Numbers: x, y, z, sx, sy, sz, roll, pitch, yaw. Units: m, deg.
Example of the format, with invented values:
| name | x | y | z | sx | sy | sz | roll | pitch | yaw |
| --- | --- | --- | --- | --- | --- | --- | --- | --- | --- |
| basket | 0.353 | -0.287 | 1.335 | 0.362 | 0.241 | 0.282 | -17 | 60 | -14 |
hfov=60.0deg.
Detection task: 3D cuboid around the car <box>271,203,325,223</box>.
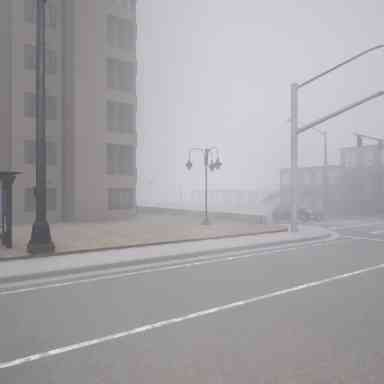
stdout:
| name | x | y | z | sx | sy | sz | roll | pitch | yaw |
| --- | --- | --- | --- | --- | --- | --- | --- | --- | --- |
| car | 9.178 | 1.744 | 29.127 | 2.097 | 1.767 | 4.553 | 1 | -5 | -36 |
